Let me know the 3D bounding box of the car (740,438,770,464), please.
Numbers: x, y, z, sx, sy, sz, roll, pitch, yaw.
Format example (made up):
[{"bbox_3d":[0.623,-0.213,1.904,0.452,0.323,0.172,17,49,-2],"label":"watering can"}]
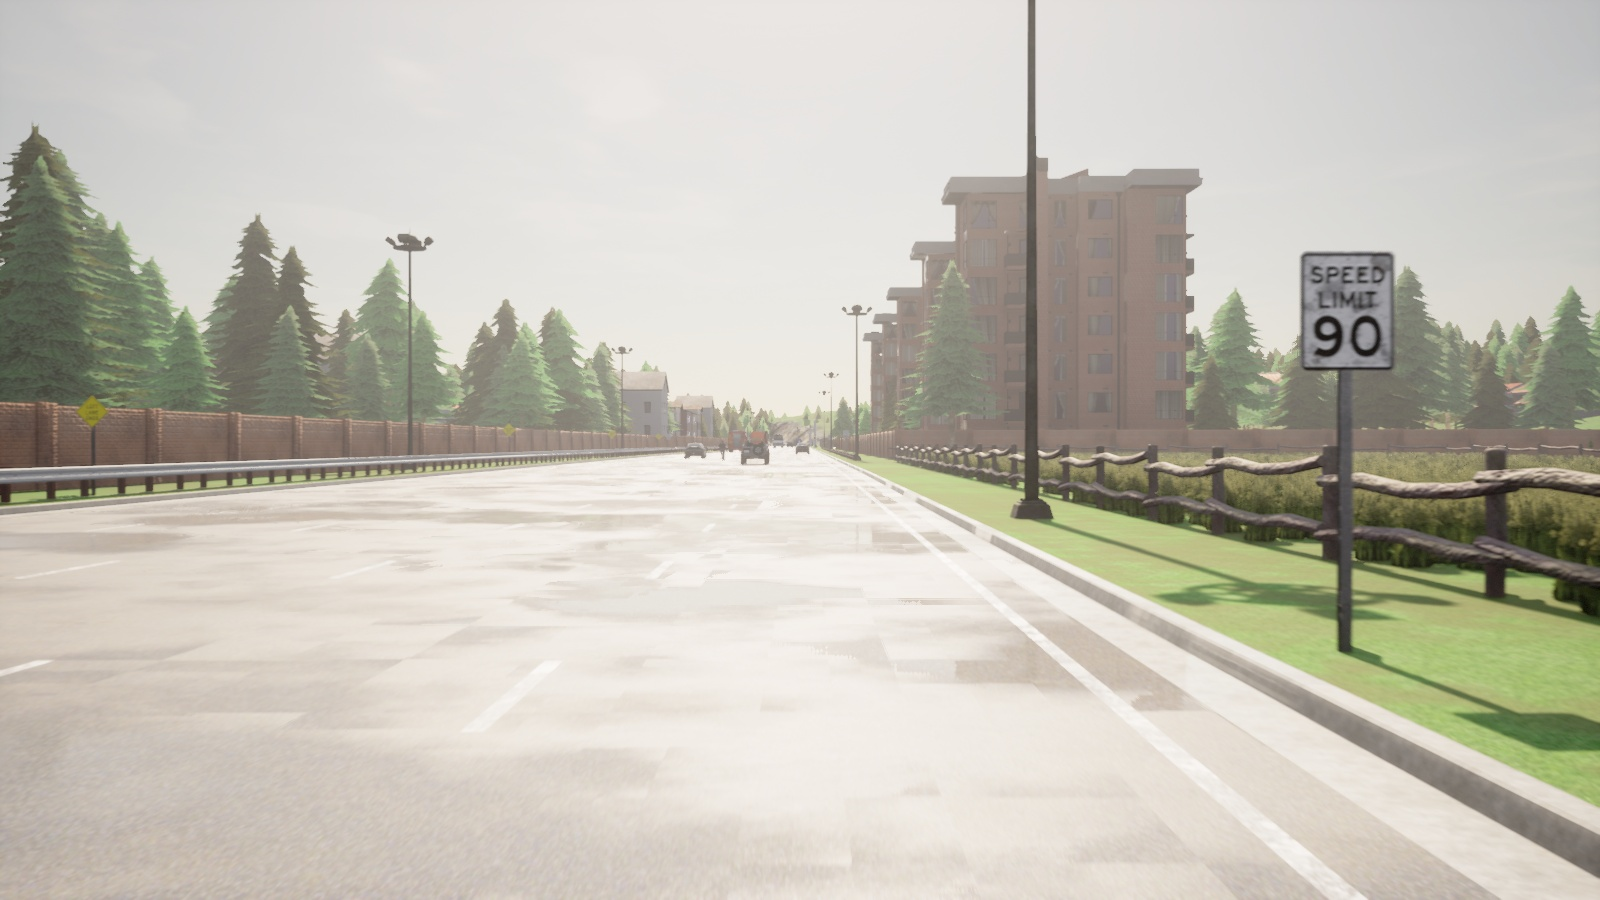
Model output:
[{"bbox_3d":[-3.157,0.058,89.093,1.932,1.855,4.605,0,0,0],"label":"car"}]
